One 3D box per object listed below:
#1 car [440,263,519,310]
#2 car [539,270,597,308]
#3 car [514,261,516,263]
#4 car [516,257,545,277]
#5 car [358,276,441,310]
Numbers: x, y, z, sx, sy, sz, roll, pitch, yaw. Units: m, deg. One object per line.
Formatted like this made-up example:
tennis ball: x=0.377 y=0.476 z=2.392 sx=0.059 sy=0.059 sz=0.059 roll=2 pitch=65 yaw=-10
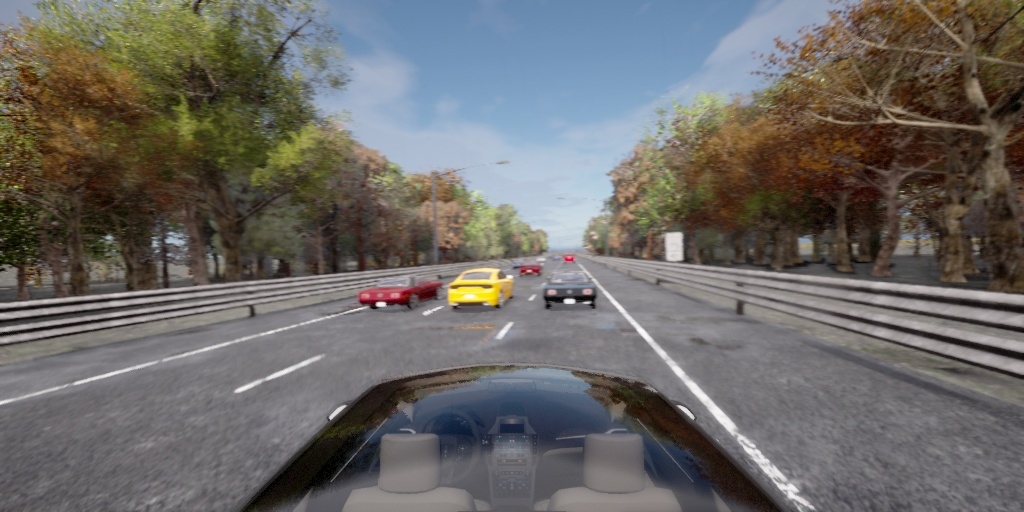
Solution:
car: x=-1.118 y=1.267 z=15.144 sx=1.882 sy=1.535 sz=5.008 roll=-2 pitch=0 yaw=9
car: x=2.340 y=1.264 z=14.573 sx=1.895 sy=1.301 sz=4.718 roll=-2 pitch=0 yaw=9
car: x=1.291 y=1.221 z=52.276 sx=2.033 sy=1.411 sz=5.357 roll=-2 pitch=0 yaw=9
car: x=1.898 y=1.146 z=33.971 sx=1.882 sy=1.535 sz=5.008 roll=-2 pitch=0 yaw=9
car: x=-4.569 y=1.515 z=15.682 sx=1.895 sy=1.301 sz=4.718 roll=-2 pitch=0 yaw=9
